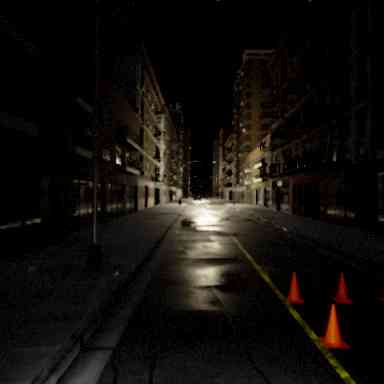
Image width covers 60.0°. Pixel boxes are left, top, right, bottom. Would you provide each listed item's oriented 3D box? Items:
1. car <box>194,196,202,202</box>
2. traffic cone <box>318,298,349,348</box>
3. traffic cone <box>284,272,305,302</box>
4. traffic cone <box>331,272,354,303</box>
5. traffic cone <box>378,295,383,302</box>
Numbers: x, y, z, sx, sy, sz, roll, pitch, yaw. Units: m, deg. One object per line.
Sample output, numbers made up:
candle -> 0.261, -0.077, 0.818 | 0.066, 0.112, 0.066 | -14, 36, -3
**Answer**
car -> 1.569, 1.776, 88.677 | 2.128, 1.511, 4.902 | 1, 0, 1
traffic cone -> 2.128, 1.978, 5.012 | 0.340, 0.580, 0.340 | 1, 0, 1
traffic cone -> 2.156, 1.980, 7.012 | 0.340, 0.580, 0.340 | 1, 0, 1
traffic cone -> 3.156, 1.989, 6.998 | 0.340, 0.580, 0.340 | 0, 0, 1
traffic cone -> 4.155, 1.998, 6.984 | 0.340, 0.580, 0.340 | 1, 0, 1
